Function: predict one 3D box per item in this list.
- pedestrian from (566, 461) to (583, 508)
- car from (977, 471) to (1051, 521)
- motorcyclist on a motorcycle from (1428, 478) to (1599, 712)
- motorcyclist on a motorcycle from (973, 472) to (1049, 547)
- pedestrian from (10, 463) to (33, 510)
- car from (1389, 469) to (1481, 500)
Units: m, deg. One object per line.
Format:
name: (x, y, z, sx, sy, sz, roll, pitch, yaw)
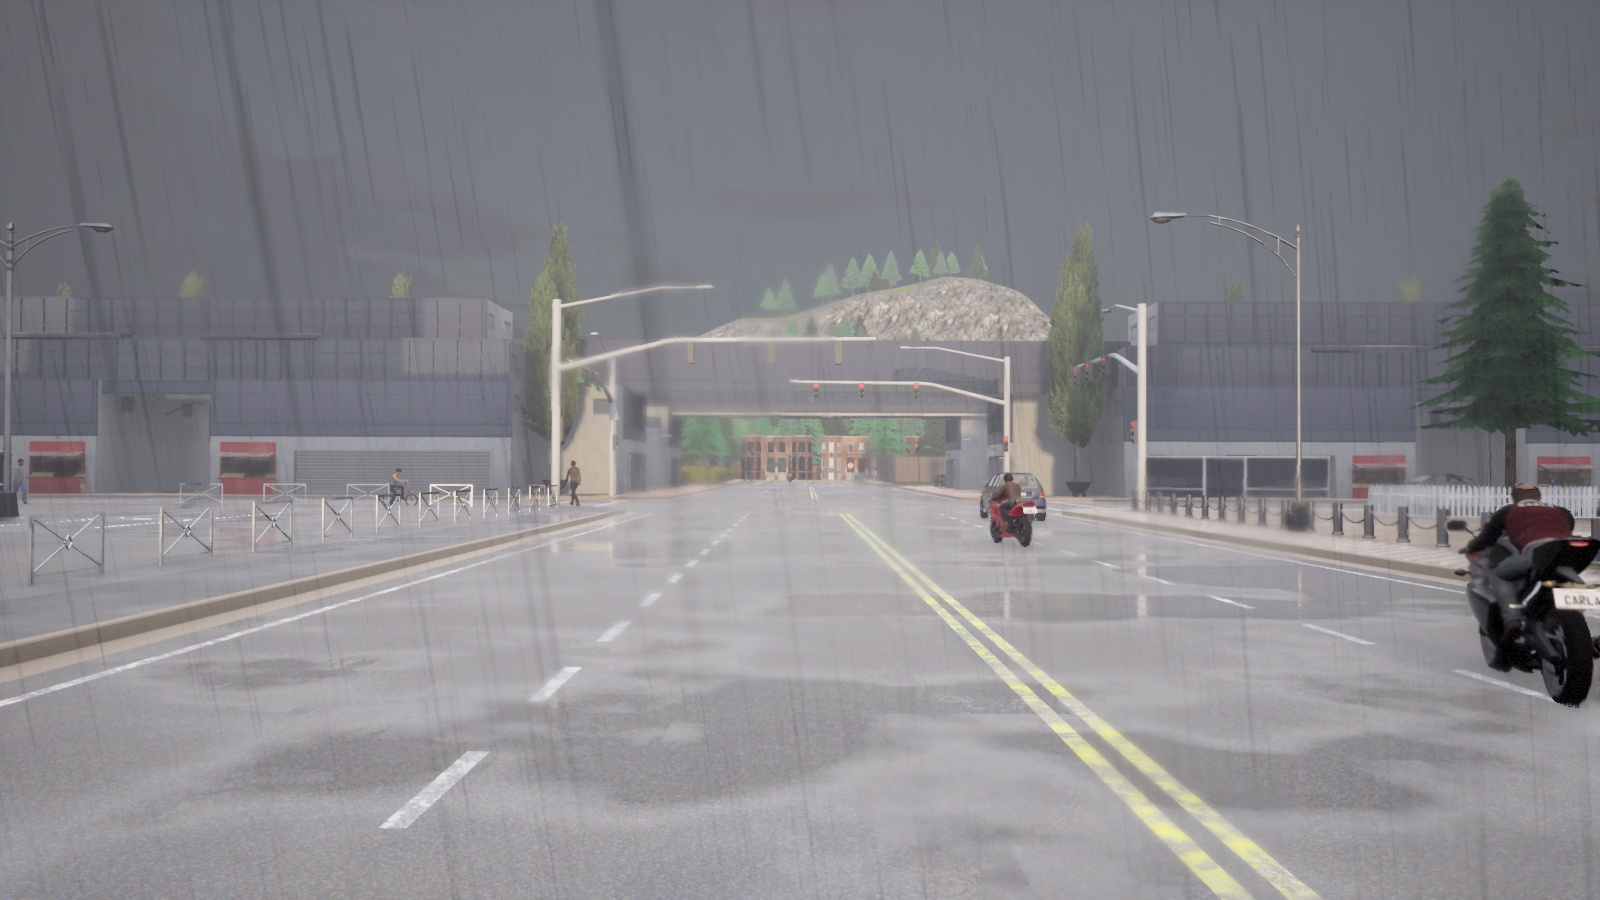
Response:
pedestrian: (-8.712, 1.320, 48.486, 0.328, 1.805, 0.869, 0, -1, -34)
car: (6.895, 1.449, 40.792, 1.789, 1.549, 3.705, 0, -1, 0)
motorcyclist on a motorcycle: (5.443, 0.985, 9.394, 0.866, 1.530, 2.191, 0, -1, 14)
motorcyclist on a motorcycle: (4.416, 1.222, 26.464, 0.797, 1.523, 2.044, 0, -1, -15)
pedestrian: (-30.172, 1.409, 48.660, 0.706, 1.836, 0.354, 0, -1, 12)
car: (31.895, 1.724, 63.182, 3.705, 1.549, 1.789, 0, -1, 0)
